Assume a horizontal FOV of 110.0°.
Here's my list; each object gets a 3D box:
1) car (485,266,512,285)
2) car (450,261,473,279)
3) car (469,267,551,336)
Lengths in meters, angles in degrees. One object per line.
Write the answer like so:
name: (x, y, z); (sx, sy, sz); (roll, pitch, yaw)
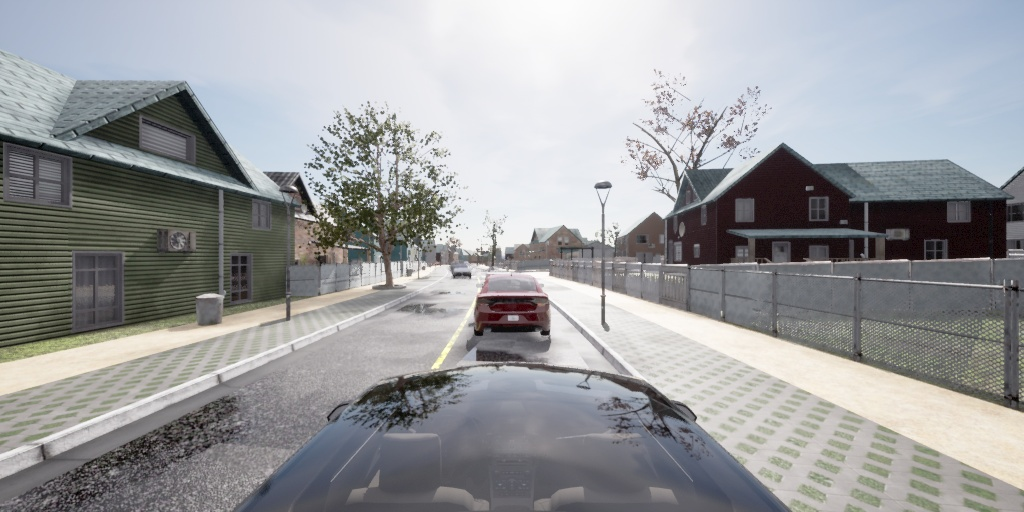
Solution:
car: (-1.159, 1.486, 28.513); (1.895, 1.301, 4.718); (0, -1, -6)
car: (-4.892, 1.497, 35.399); (2.033, 1.411, 5.357); (0, -1, -7)
car: (-0.040, 1.243, 10.483); (1.882, 1.535, 5.008); (0, 0, -2)
